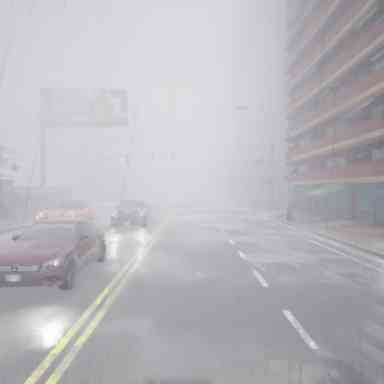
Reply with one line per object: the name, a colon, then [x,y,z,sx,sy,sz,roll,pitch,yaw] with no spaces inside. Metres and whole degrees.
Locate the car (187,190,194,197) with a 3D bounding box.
car: [-0.400,0.398,95.385,2.150,2.045,5.566,0,0,0]

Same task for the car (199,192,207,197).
car: [3.101,0.719,95.372,1.994,1.385,4.181,0,0,0]

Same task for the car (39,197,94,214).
car: [-7.166,1.226,19.207,2.097,1.767,4.553,0,0,0]

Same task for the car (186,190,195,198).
car: [-0.358,0.902,85.660,2.128,1.511,4.902,0,0,0]

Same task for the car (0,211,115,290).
car: [-3.622,1.466,9.044,1.812,1.442,4.674,0,0,0]

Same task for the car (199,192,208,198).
car: [3.139,0.865,86.483,1.837,1.490,4.892,0,0,0]

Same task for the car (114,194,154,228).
car: [-3.667,1.207,21.029,2.097,1.767,4.553,0,0,0]
